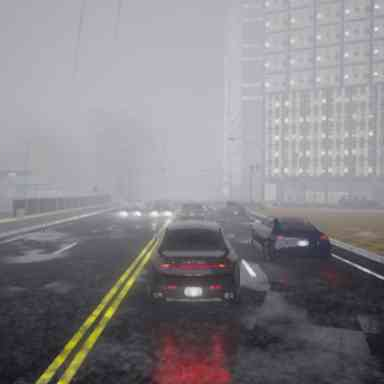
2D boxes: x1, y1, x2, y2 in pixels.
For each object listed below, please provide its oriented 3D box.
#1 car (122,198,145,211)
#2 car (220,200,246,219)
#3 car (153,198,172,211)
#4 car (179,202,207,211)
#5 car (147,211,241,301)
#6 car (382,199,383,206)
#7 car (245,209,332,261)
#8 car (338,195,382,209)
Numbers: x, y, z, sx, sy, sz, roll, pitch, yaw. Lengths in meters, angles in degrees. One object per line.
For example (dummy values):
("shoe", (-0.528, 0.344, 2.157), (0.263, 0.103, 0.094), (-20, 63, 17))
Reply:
("car", (-6.561, 1.401, 37.612), (1.895, 1.301, 4.718), (0, 0, 0))
("car", (3.320, 1.376, 27.238), (1.812, 1.442, 4.674), (0, 0, 0))
("car", (-3.311, 1.402, 37.580), (1.895, 1.301, 4.718), (0, 0, 0))
("car", (0.044, 1.419, 23.159), (2.033, 1.411, 5.357), (0, 0, 0))
("car", (0.046, 1.457, 8.171), (1.837, 1.490, 4.892), (0, 0, 0))
("car", (31.045, 1.455, 51.744), (4.403, 1.369, 2.008), (1, 2, 20))
("car", (3.321, 1.495, 11.932), (1.994, 1.385, 4.181), (0, 0, 0))
("car", (23.011, 1.406, 46.289), (5.009, 1.841, 2.192), (1, 2, 20))
